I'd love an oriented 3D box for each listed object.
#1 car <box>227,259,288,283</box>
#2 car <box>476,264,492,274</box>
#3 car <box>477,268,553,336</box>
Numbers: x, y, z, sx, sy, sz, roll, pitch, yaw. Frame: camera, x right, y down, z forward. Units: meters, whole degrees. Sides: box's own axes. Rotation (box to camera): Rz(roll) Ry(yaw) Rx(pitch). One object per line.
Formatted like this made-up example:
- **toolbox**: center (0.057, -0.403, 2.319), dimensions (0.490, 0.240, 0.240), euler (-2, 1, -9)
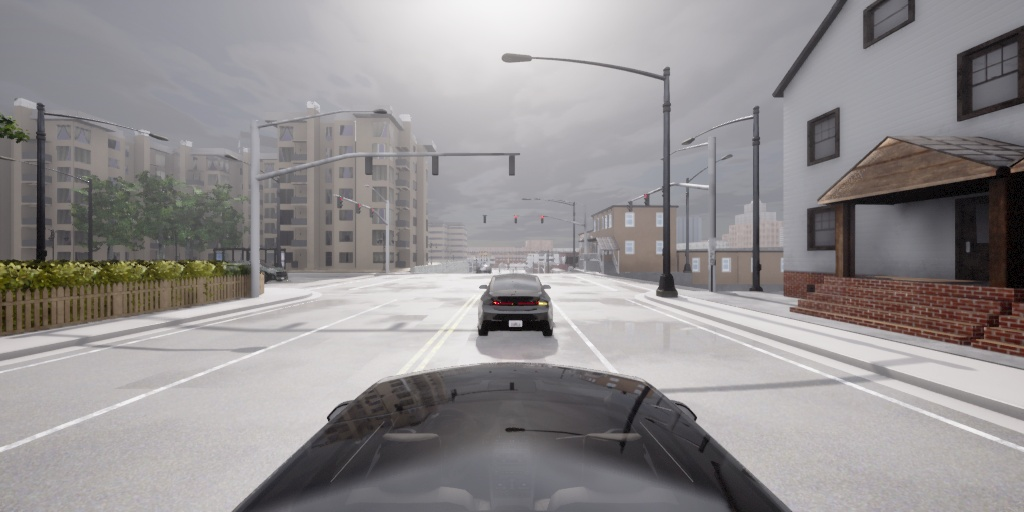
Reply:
- **car**: center (-19.527, 1.102, 27.054), dimensions (4.553, 1.767, 2.097), euler (0, 0, 1)
- **car**: center (-3.624, 1.755, 47.184), dimensions (2.128, 1.511, 4.902), euler (0, -5, 0)
- **car**: center (0.090, 1.255, 10.371), dimensions (1.837, 1.490, 4.892), euler (0, 0, 0)
